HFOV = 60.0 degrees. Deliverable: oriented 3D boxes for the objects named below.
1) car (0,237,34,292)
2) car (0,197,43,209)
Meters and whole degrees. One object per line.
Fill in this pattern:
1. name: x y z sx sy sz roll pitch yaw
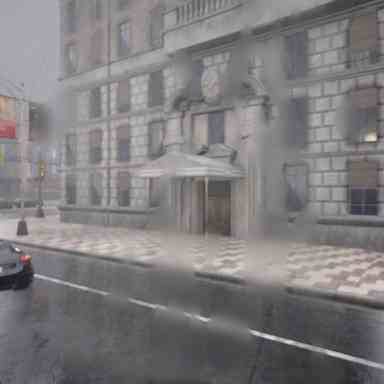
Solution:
1. car: -5.605 1.560 7.844 4.181 1.385 1.994 0 0 35
2. car: -22.122 1.457 43.627 1.882 1.535 5.008 0 0 35
